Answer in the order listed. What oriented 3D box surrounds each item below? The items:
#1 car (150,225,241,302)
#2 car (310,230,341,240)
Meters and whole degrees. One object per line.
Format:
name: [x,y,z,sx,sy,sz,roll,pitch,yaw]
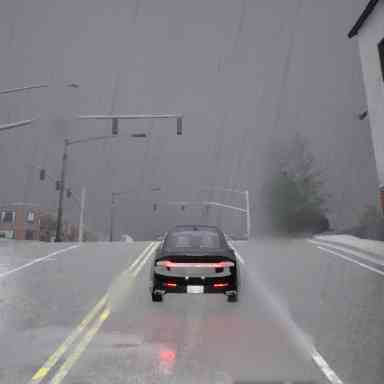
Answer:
car: [0.077,1.595,8.501,2.128,1.511,4.902,0,-1,0]
car: [11.712,3.786,26.837,4.181,1.385,1.994,-1,-14,2]
